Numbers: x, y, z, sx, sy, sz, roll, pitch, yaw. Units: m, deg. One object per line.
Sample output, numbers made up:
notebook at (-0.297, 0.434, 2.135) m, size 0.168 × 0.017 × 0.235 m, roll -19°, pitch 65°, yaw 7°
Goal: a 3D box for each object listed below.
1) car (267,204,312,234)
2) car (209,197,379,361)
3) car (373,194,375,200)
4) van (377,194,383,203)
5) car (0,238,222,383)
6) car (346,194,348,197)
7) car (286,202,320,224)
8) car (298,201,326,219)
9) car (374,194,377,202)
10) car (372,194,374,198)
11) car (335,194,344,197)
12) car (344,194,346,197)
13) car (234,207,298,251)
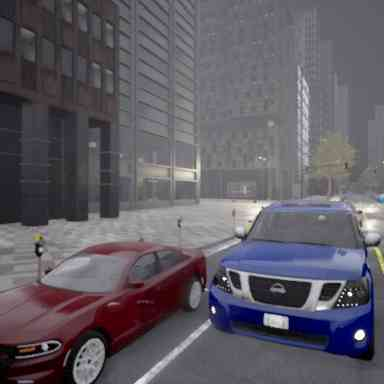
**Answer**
car at (6.085, 1.538, 20.305) m, size 1.887 × 1.381 × 4.507 m, roll 0°, pitch 0°, yaw 26°
car at (2.258, 1.219, 6.519) m, size 2.150 × 2.045 × 5.566 m, roll 0°, pitch 0°, yaw 27°
car at (42.706, 1.533, 75.122) m, size 1.887 × 1.381 × 4.507 m, roll 0°, pitch 0°, yaw 26°
van at (37.909, 1.324, 65.417) m, size 1.690 × 1.788 × 3.998 m, roll 0°, pitch 0°, yaw 26°
car at (-1.257, 1.546, 5.444) m, size 1.887 × 1.381 × 4.507 m, roll 0°, pitch 0°, yaw 26°
car at (34.906, 1.311, 78.581) m, size 2.192 × 1.841 × 5.009 m, roll 0°, pitch 0°, yaw 26°
car at (8.533, 1.535, 25.259) m, size 1.887 × 1.381 × 4.507 m, roll 0°, pitch 0°, yaw 26°
car at (10.980, 1.533, 30.213) m, size 1.887 × 1.381 × 4.507 m, roll 0°, pitch 0°, yaw 26°
car at (40.307, 1.552, 70.269) m, size 1.947 × 1.339 × 4.313 m, roll 0°, pitch 0°, yaw 26°
car at (45.104, 1.575, 79.975) m, size 1.802 × 1.307 × 4.206 m, roll 0°, pitch 0°, yaw 26°
car at (27.793, 1.515, 64.205) m, size 1.752 × 1.417 × 4.829 m, roll 0°, pitch 0°, yaw 26°
car at (32.562, 1.538, 73.840) m, size 1.887 × 1.381 × 4.507 m, roll 0°, pitch 0°, yaw 26°
car at (3.563, 1.521, 15.199) m, size 1.752 × 1.417 × 4.829 m, roll 0°, pitch 0°, yaw 26°
